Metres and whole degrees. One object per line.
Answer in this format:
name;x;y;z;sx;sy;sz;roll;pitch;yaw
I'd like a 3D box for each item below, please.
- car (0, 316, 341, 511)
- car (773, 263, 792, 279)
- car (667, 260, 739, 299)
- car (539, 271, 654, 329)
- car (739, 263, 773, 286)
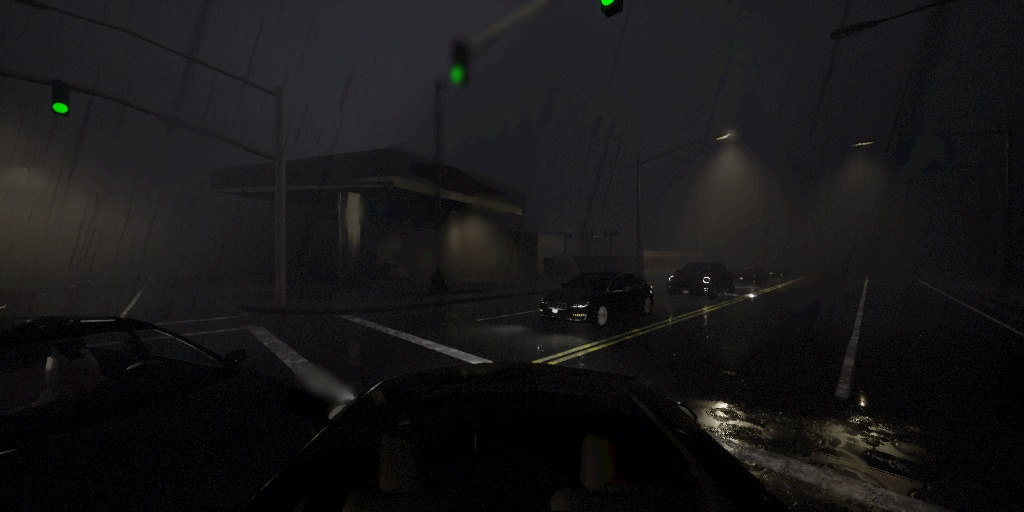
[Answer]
car;-3.420;1.242;2.520;4.902;1.511;2.128;0;0;15
car;23.784;1.314;32.344;4.181;1.385;1.994;0;0;-45
car;9.722;1.102;18.382;4.553;1.767;2.097;0;0;-45
car;2.883;1.255;11.538;1.837;1.490;4.892;0;0;45
car;16.650;1.314;25.292;1.994;1.385;4.181;0;0;44
